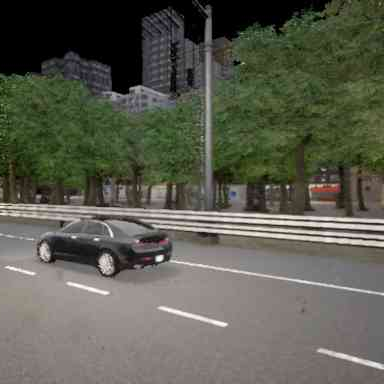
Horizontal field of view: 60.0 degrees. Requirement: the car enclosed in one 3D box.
[{"bbox_3d":[-2.828,1.502,10.180,4.892,1.490,1.837,0,0,35],"label":"car"}]
